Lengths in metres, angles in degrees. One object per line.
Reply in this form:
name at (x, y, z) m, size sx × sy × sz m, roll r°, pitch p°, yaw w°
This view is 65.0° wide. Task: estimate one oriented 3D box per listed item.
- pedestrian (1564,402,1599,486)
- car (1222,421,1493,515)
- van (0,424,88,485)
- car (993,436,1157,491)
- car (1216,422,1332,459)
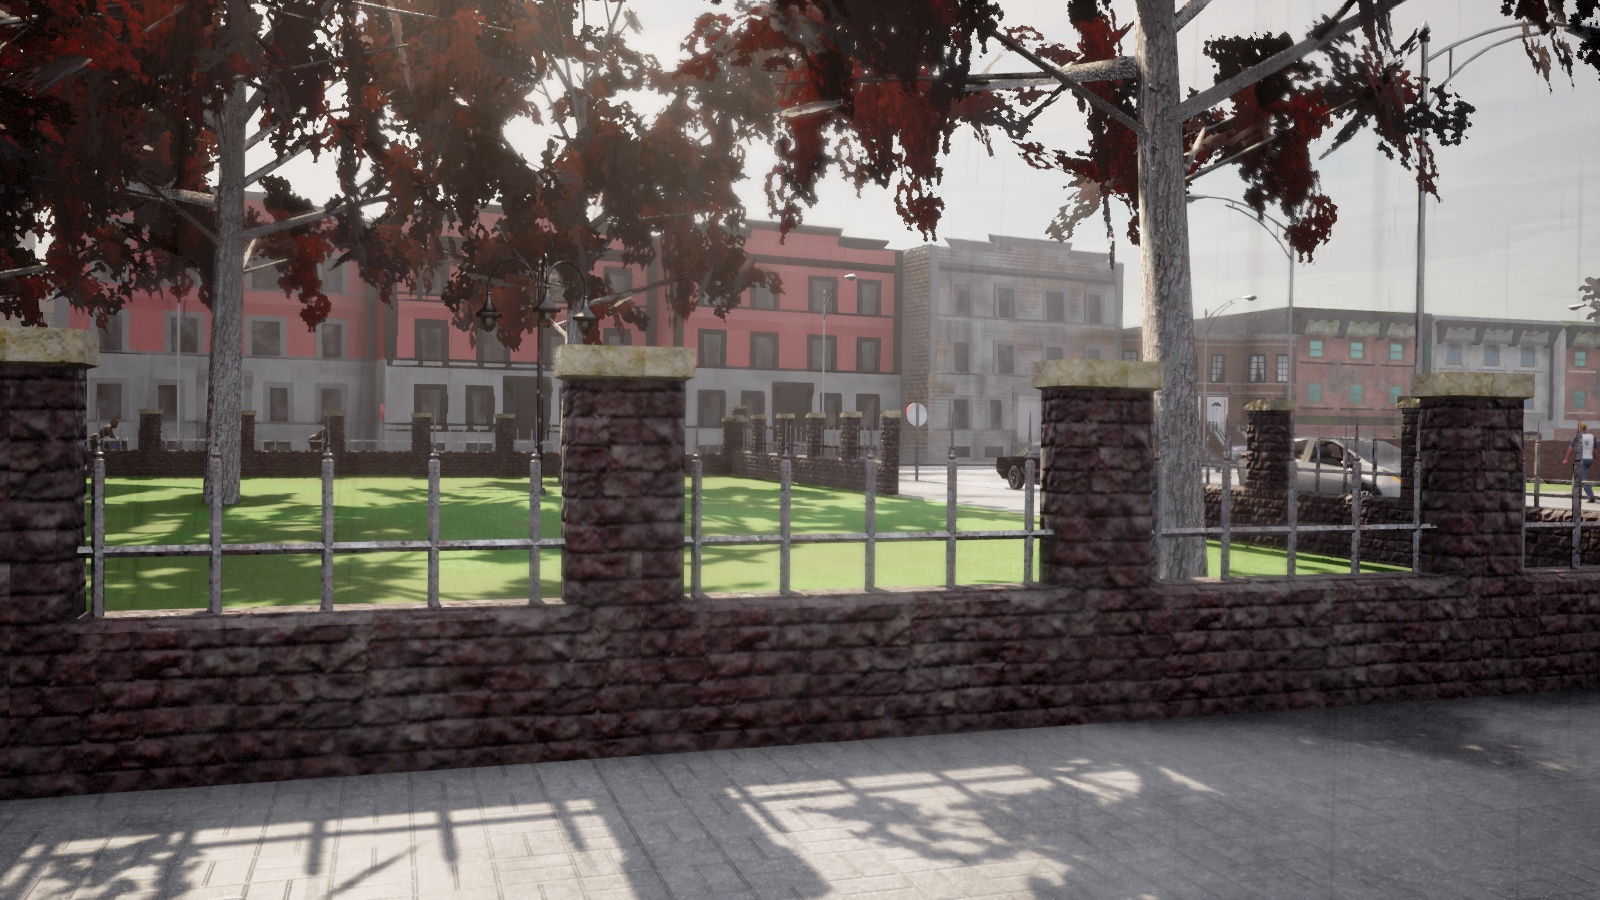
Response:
pedestrian at (17.464, -0.139, 28.004) m, size 0.354 × 1.836 × 0.706 m, roll -1°, pitch 1°, yaw -6°
car at (10.067, 0.260, 23.108) m, size 2.007 × 1.525 × 4.514 m, roll -1°, pitch 1°, yaw -20°
van at (-26.820, 0.149, 42.505) m, size 4.442 × 1.987 × 1.775 m, roll -1°, pitch 1°, yaw -18°
car at (6.994, 0.294, 32.525) m, size 1.895 × 1.301 × 4.718 m, roll -1°, pitch 1°, yaw -20°
car at (22.012, -0.459, 58.345) m, size 4.856 × 1.649 × 2.033 m, roll -1°, pitch 1°, yaw -18°
